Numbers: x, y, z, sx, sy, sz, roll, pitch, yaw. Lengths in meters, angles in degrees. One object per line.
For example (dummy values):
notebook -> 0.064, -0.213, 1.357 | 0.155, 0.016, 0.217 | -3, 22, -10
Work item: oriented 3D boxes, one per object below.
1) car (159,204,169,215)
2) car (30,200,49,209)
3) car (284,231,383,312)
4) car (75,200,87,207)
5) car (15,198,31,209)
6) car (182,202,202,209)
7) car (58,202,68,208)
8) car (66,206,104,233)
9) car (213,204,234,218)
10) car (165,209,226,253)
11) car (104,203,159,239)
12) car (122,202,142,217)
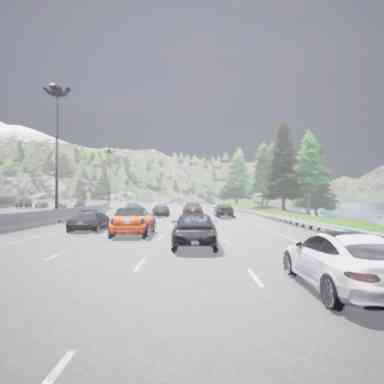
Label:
car -> -3.693, 2.151, 39.331 | 1.994, 1.385, 4.181 | 0, -1, -3
car -> -28.439, 2.444, 62.979 | 2.128, 1.511, 4.902 | 0, -1, -14
car -> 3.595, 1.646, 7.878 | 1.812, 1.442, 4.674 | 0, -1, 0
car -> -21.919, 2.442, 65.714 | 1.837, 1.490, 4.892 | 0, -1, -14
car -> -32.355, 2.135, 64.125 | 2.150, 2.045, 5.566 | 0, -1, -14
car -> 0.012, 1.866, 34.375 | 2.097, 1.767, 4.553 | 0, -1, -2
car -> -25.072, 2.527, 63.925 | 1.895, 1.301, 4.718 | 0, -1, -14
car -> -6.872, 1.897, 22.388 | 1.994, 1.385, 4.181 | 0, -1, 0
car -> 3.447, 2.058, 36.734 | 1.837, 1.490, 4.892 | 0, 0, -2
car -> 0.115, 1.716, 14.855 | 2.128, 1.511, 4.902 | 0, -1, 0
car -> -3.376, 1.642, 19.461 | 2.097, 1.767, 4.553 | 0, -1, 0
car -> -7.247, 2.080, 40.454 | 1.882, 1.535, 5.008 | 0, -1, -4
